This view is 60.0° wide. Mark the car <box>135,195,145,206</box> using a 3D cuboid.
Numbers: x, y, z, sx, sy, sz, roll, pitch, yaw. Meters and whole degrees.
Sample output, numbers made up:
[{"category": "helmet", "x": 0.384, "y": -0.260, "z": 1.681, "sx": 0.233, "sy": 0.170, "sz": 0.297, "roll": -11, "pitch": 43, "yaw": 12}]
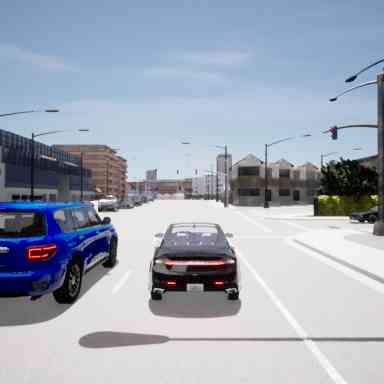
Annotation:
[{"category": "car", "x": -10.624, "y": 1.904, "z": 63.203, "sx": 1.837, "sy": 1.490, "sz": 4.892, "roll": 0, "pitch": 0, "yaw": 1}]

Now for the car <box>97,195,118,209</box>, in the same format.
[{"category": "car", "x": -14.146, "y": 1.651, "z": 56.301, "sx": 2.150, "sy": 2.045, "sz": 5.566, "roll": 0, "pitch": 0, "yaw": 0}]

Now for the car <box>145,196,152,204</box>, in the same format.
[{"category": "car", "x": -10.586, "y": 1.772, "z": 72.924, "sx": 1.837, "sy": 1.490, "sz": 4.892, "roll": 0, "pitch": 1, "yaw": 0}]

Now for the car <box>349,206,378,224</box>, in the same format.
[{"category": "car", "x": 15.071, "y": 1.686, "z": 25.515, "sx": 5.357, "sy": 1.411, "sz": 2.033, "roll": 0, "pitch": -1, "yaw": 0}]

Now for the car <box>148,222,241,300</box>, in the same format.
[{"category": "car", "x": 0.059, "y": 1.506, "z": 8.387, "sx": 2.128, "sy": 1.511, "sz": 4.902, "roll": 0, "pitch": 0, "yaw": 0}]

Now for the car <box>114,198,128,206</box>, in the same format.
[{"category": "car", "x": -14.091, "y": 1.967, "z": 66.269, "sx": 1.895, "sy": 1.301, "sz": 4.718, "roll": 0, "pitch": 1, "yaw": 0}]

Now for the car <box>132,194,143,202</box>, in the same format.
[{"category": "car", "x": -14.102, "y": 1.538, "z": 86.623, "sx": 2.097, "sy": 1.767, "sz": 4.553, "roll": 0, "pitch": 0, "yaw": 0}]

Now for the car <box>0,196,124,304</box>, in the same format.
[{"category": "car", "x": -3.442, "y": 1.239, "z": 8.343, "sx": 2.150, "sy": 2.045, "sz": 5.566, "roll": 0, "pitch": 0, "yaw": 0}]

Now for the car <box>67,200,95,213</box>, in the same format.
[{"category": "car", "x": -14.151, "y": 1.820, "z": 42.566, "sx": 1.882, "sy": 1.535, "sz": 5.008, "roll": 0, "pitch": 0, "yaw": 0}]

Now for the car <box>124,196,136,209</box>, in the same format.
[{"category": "car", "x": -10.651, "y": 1.780, "z": 52.719, "sx": 2.097, "sy": 1.767, "sz": 4.553, "roll": 0, "pitch": 0, "yaw": 0}]

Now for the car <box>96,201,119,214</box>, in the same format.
[{"category": "car", "x": -10.574, "y": 1.906, "z": 42.048, "sx": 1.994, "sy": 1.385, "sz": 4.181, "roll": 0, "pitch": 0, "yaw": -3}]

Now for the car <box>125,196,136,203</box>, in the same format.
[{"category": "car", "x": -14.090, "y": 1.726, "z": 76.419, "sx": 1.837, "sy": 1.490, "sz": 4.892, "roll": 0, "pitch": 1, "yaw": 0}]

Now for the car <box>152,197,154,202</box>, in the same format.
[{"category": "car", "x": -10.598, "y": 1.715, "z": 83.230, "sx": 2.033, "sy": 1.411, "sz": 5.357, "roll": 0, "pitch": 0, "yaw": 0}]
